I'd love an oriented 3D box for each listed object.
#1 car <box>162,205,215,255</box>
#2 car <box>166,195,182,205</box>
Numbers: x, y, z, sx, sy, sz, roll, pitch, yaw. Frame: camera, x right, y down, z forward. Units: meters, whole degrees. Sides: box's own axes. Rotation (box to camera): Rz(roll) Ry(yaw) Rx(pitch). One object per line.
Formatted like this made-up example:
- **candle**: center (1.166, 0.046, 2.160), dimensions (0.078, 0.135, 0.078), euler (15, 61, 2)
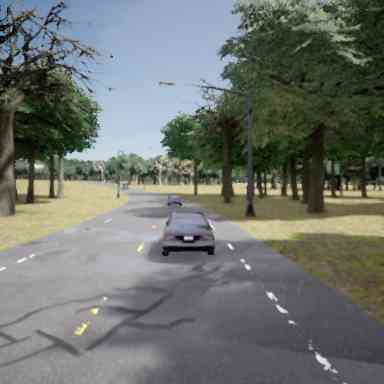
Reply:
- **car**: center (-0.175, 1.452, 12.824), dimensions (2.033, 1.411, 5.357), euler (0, 1, -2)
- **car**: center (-2.407, 1.093, 44.485), dimensions (2.033, 1.411, 5.357), euler (0, 1, -6)
